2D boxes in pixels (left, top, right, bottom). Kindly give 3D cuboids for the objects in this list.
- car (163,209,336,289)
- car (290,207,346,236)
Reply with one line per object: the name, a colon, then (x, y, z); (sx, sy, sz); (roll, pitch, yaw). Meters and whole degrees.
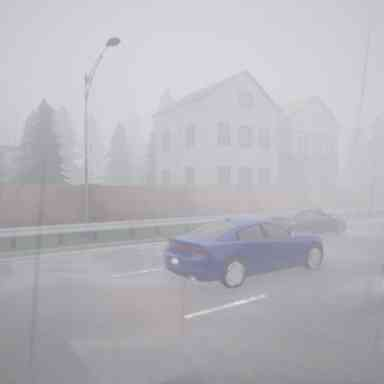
car: (1.612, 1.454, 9.195); (5.008, 1.535, 1.882); (0, 0, -35)
car: (5.646, 1.476, 16.388); (4.674, 1.442, 1.812); (0, 0, -36)
